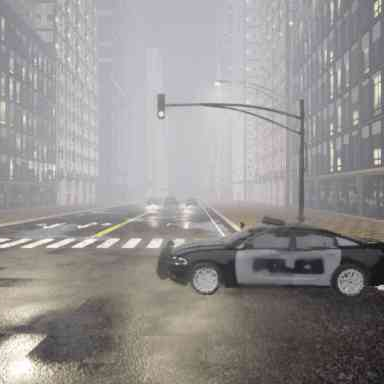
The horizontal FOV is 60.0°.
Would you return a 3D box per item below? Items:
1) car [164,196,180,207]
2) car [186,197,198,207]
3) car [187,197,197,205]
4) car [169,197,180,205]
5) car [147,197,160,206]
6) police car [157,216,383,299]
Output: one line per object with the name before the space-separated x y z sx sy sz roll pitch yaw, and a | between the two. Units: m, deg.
car | -3.252 1.417 52.612 2.097 1.767 4.553 0 0 0
car | -0.001 1.667 53.087 1.895 1.301 4.718 0 0 0
car | -0.002 1.662 63.059 1.994 1.385 4.181 0 0 0
car | -3.252 1.697 62.672 1.895 1.301 4.718 0 0 0
car | -6.502 1.569 56.810 2.128 1.511 4.902 0 0 0
police car | 1.834 1.425 7.973 5.238 1.638 1.930 0 0 3
